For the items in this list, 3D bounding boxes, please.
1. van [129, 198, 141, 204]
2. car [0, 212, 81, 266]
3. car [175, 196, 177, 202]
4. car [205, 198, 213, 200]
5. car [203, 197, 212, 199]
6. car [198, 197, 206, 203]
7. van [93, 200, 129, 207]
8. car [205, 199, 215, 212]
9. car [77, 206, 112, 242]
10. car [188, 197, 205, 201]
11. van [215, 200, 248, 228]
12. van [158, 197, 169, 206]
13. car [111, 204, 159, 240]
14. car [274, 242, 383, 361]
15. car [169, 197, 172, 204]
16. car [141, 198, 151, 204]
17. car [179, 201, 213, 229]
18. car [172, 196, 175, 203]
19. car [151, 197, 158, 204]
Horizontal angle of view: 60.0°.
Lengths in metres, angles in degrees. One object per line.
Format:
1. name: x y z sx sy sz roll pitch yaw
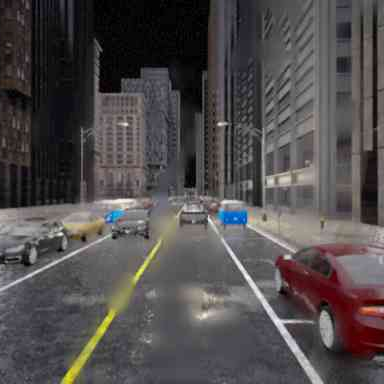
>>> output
1. van: -5.758 1.541 28.632 1.690 1.788 3.998 0 0 0
2. car: -5.762 1.633 11.709 2.008 1.369 4.403 0 0 0
3. car: -5.741 2.061 90.680 1.967 1.590 4.097 0 0 0
4. car: 2.772 1.898 45.555 1.802 1.307 4.206 0 0 0
5. car: 2.774 1.920 51.195 1.947 1.339 4.313 0 0 0
6. car: 2.784 2.171 90.679 2.008 1.369 4.403 0 0 0
7. van: -5.760 1.502 22.992 1.690 1.788 3.998 0 0 0
8. car: 2.771 1.859 39.914 1.802 1.307 4.206 0 0 0
9. car: -5.761 1.646 17.180 1.752 1.417 4.829 0 0 0
10. car: 0.111 1.778 41.338 2.128 1.511 4.902 0 0 0
11. van: 2.765 1.501 22.994 1.690 1.788 3.998 0 0 0
12. van: -5.750 1.773 62.477 1.690 1.788 3.998 0 0 0
13. car: -2.994 1.630 17.914 1.837 1.490 4.892 0 0 0
14. car: 2.762 1.588 6.071 1.887 1.381 4.507 0 0 0
15. car: -5.747 2.015 68.117 1.887 1.381 4.507 0 0 0
16. car: -5.757 1.679 34.272 1.967 1.590 4.097 0 0 0
17. car: 0.107 1.652 23.050 2.128 1.511 4.902 0 0 0
18. car: -5.744 2.113 79.398 1.947 1.339 4.313 0 0 0
19. car: -5.756 1.593 39.914 2.192 1.841 5.009 0 0 0
